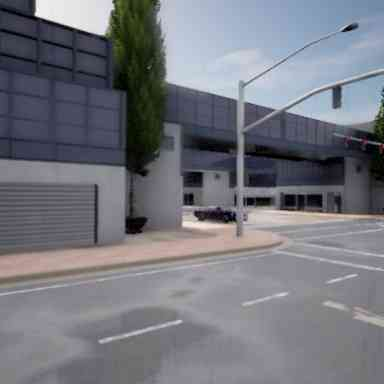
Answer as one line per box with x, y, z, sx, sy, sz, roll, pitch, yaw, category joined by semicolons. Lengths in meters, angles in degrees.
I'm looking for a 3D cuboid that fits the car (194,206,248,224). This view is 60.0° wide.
2.257;1.778;26.550;1.895;1.301;4.718;1;0;-37;car
